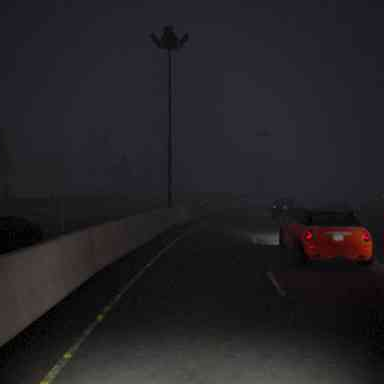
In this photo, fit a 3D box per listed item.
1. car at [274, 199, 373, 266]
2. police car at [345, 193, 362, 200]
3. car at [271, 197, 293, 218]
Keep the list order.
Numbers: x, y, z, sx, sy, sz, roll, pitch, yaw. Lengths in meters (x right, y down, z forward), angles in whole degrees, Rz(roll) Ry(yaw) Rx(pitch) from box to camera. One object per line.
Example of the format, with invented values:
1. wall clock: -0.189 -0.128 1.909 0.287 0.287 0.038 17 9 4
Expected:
1. car: 4.365 1.303 11.567 2.097 1.767 4.553 0 0 6
2. police car: 38.390 1.098 78.765 5.238 1.638 1.930 0 0 -36
3. car: 7.858 1.230 27.993 2.097 1.767 4.553 0 0 16
